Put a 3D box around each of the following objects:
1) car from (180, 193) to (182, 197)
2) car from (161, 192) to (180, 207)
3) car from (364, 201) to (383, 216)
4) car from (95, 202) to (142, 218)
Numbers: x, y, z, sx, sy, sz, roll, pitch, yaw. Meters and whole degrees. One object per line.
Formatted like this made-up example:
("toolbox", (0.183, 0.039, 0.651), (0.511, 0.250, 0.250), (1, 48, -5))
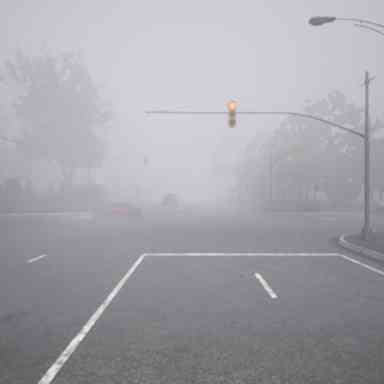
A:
("car", (-3.576, 1.455, 68.220), (2.033, 1.411, 5.357), (0, 0, -2))
("car", (-3.487, 1.194, 51.694), (2.150, 2.045, 5.566), (0, 0, 0))
("car", (18.696, 1.520, 31.374), (4.674, 1.442, 1.812), (0, 0, -3))
("car", (-6.591, 1.553, 30.004), (4.181, 1.385, 1.994), (0, 0, -3))
